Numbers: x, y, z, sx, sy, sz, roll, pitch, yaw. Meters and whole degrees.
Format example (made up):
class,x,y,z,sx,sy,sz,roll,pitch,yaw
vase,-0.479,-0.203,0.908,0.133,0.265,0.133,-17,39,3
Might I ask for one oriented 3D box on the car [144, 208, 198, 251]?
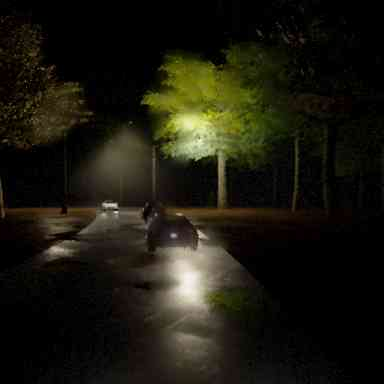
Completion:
class,x,y,z,sx,sy,sz,roll,pitch,yaw
car,-0.901,1.617,14.457,1.994,1.385,4.181,0,0,-6

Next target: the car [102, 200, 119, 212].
class,x,y,z,sx,sy,sz,roll,pitch,yaw
car,-10.846,1.805,43.782,1.812,1.442,4.674,0,-1,-19

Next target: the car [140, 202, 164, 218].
class,x,y,z,sx,sy,sz,roll,pitch,yaw
car,-3.482,1.654,29.716,1.837,1.490,4.892,0,0,-12
